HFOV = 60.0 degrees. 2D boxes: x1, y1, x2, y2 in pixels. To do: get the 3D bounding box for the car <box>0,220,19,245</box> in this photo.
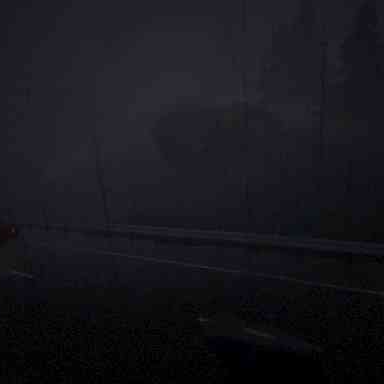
[{"bbox_3d":[-9.644,1.616,14.291,4.718,1.301,1.895,0,0,31],"label":"car"}]
